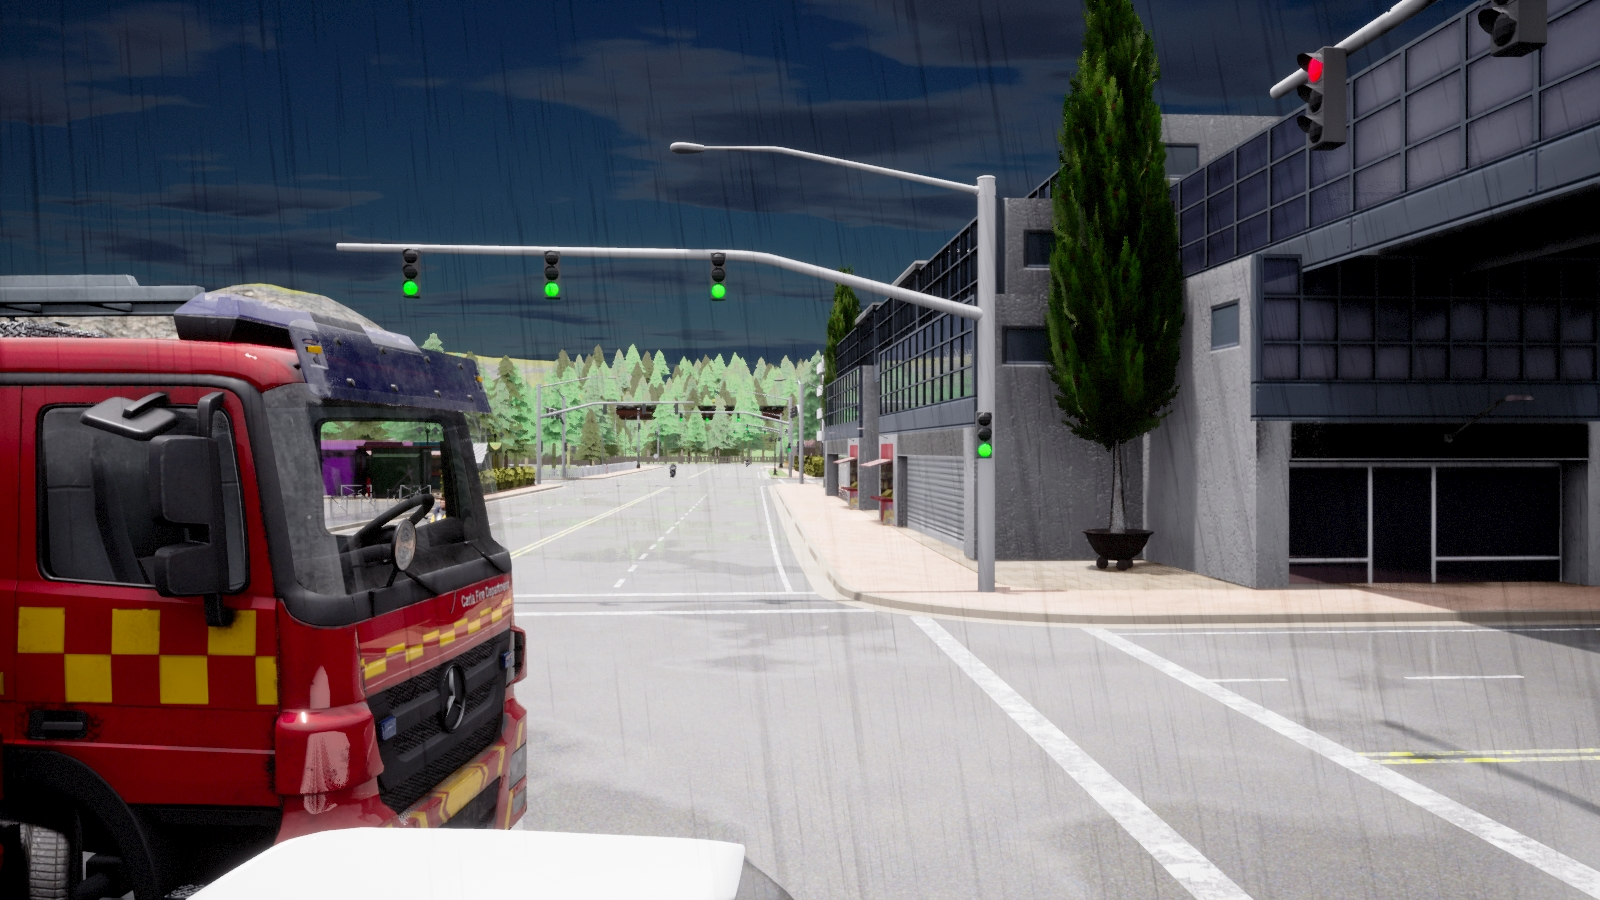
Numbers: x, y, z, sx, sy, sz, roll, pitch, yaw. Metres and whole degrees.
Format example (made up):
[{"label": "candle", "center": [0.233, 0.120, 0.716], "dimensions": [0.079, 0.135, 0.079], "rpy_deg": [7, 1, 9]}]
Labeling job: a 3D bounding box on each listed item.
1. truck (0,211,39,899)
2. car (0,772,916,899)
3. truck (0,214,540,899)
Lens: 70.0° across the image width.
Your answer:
[{"label": "truck", "center": [-7.587, 0.890, 3.490], "dimensions": [8.468, 3.827, 2.891], "rpy_deg": [0, 0, -3]}, {"label": "car", "center": [-1.549, 2.065, 3.579], "dimensions": [3.806, 1.475, 1.970], "rpy_deg": [0, 0, 5]}, {"label": "truck", "center": [-6.102, 0.890, 6.659], "dimensions": [8.468, 3.827, 2.891], "rpy_deg": [0, 0, 4]}]
